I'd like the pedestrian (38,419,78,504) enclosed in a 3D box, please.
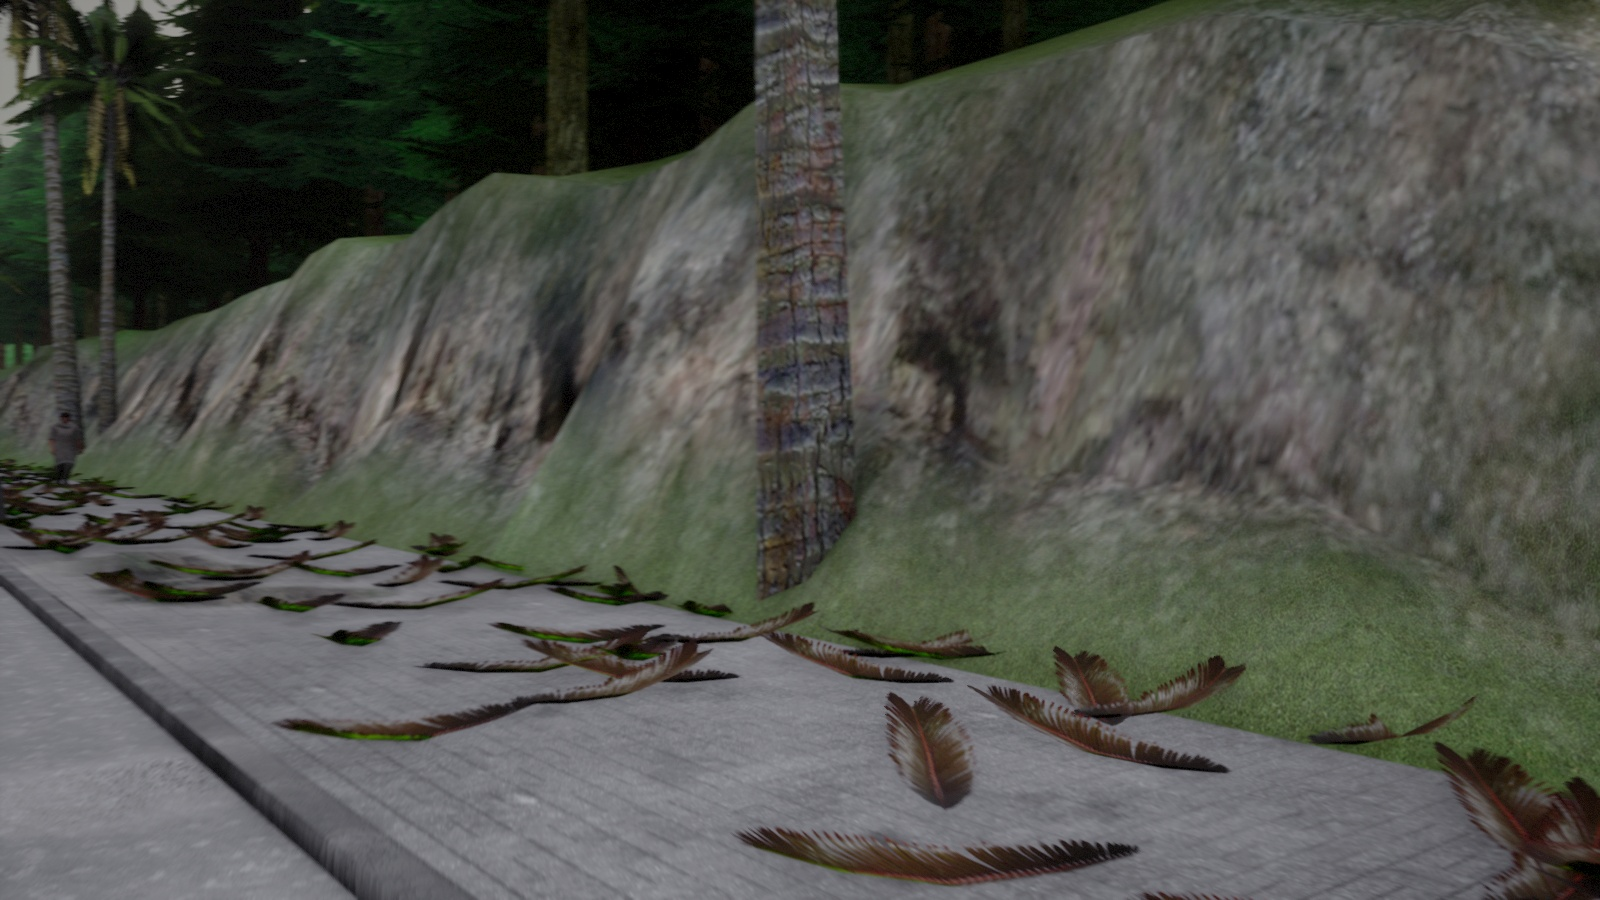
[{"bbox_3d":[-17.406,0.260,29.456,0.659,1.952,0.873,-1,1,-40],"label":"pedestrian"}]
